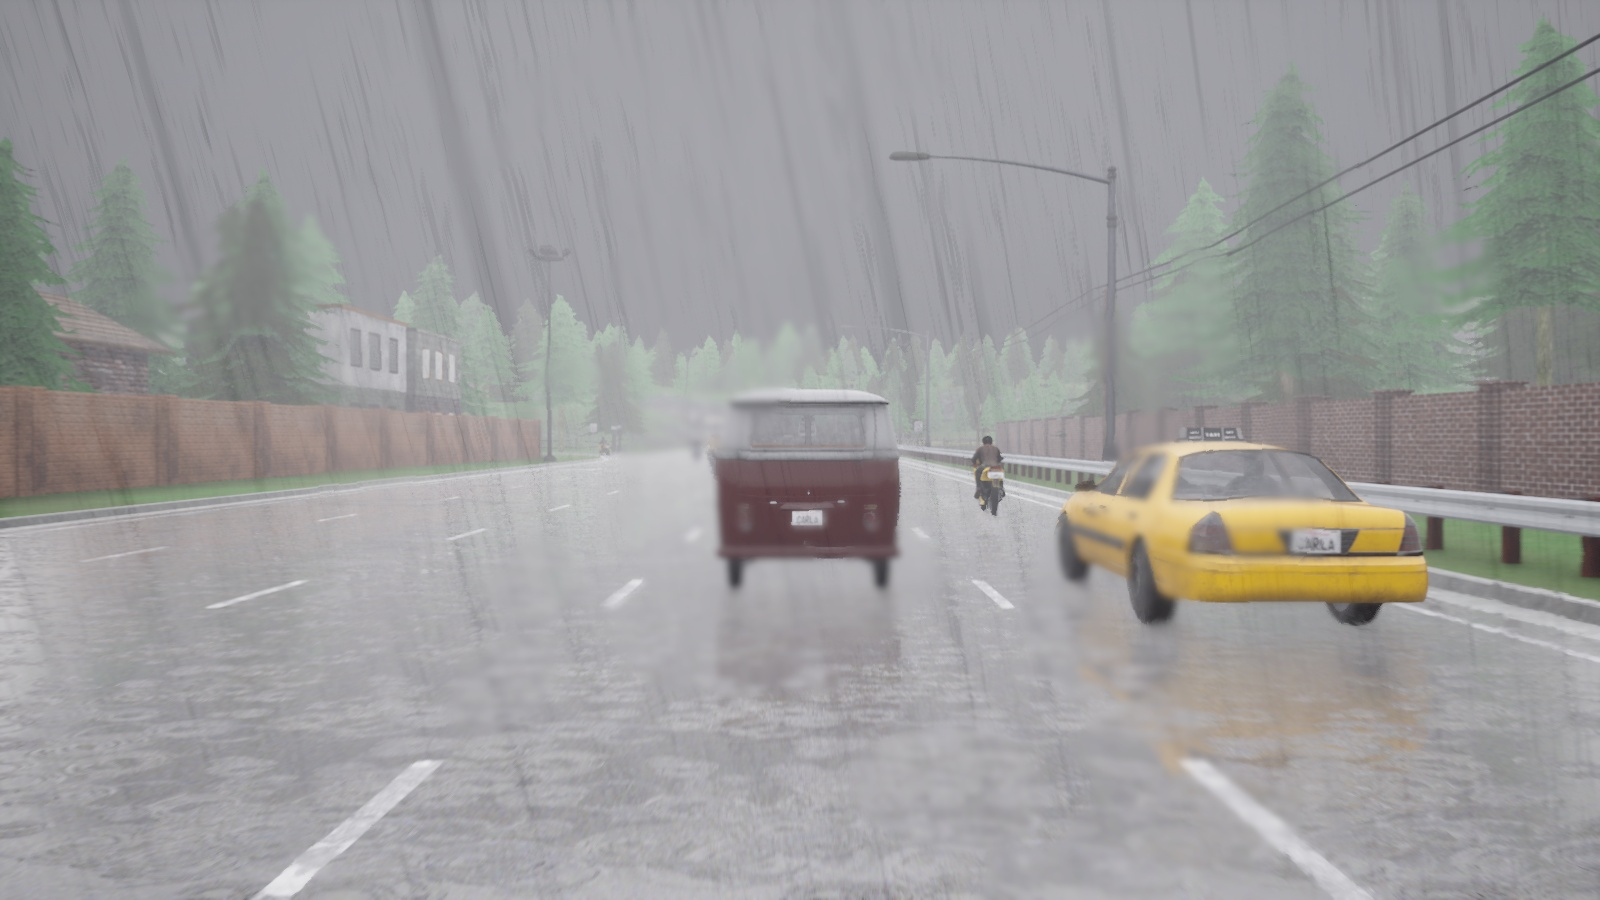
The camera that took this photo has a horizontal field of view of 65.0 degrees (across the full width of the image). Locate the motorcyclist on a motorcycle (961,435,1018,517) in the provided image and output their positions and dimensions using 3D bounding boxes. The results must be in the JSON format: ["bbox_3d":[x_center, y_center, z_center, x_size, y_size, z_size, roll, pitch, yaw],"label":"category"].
[{"bbox_3d":[3.651,0.474,24.307,0.797,1.523,2.044,0,1,0],"label":"motorcyclist on a motorcycle"}]

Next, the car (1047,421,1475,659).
[{"bbox_3d":[3.577,0.571,11.000,1.801,1.575,5.366,0,1,0],"label":"car"}]

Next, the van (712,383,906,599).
[{"bbox_3d":[0.092,0.353,13.752,1.775,1.987,4.442,0,1,0],"label":"van"}]
